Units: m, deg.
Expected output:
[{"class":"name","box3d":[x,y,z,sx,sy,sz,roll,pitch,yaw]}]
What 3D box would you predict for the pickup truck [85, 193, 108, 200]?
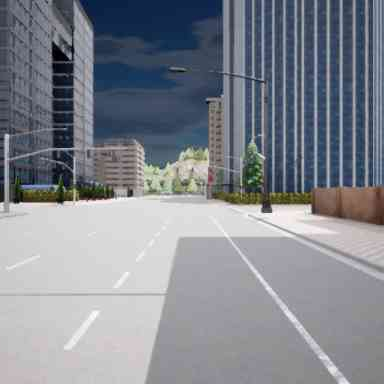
[{"class":"pickup truck","box3d":[-24.787,1.032,86.835,2.390,2.098,6.274,0,0,30]}]
